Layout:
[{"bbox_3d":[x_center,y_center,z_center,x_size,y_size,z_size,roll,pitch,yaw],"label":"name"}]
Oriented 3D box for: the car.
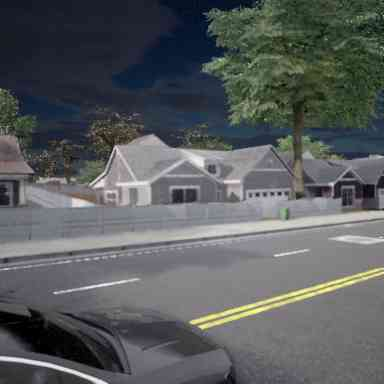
[{"bbox_3d":[-1.773,1.505,2.173,4.892,1.490,1.837,0,0,-35],"label":"car"}]
